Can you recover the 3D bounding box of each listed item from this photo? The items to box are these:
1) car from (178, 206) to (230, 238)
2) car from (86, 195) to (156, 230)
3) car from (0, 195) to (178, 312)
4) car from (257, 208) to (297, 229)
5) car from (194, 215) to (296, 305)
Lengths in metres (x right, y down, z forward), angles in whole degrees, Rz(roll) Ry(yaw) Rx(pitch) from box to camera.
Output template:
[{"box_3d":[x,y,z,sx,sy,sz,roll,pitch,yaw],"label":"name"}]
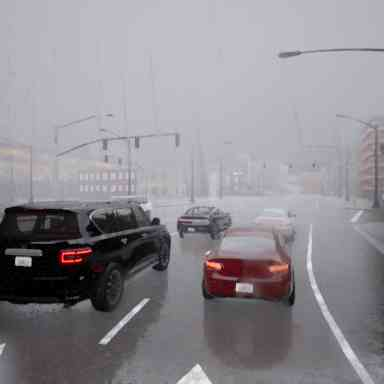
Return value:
[{"box_3d":[0.771,1.486,17.263,2.128,1.511,4.902,0,0,19],"label":"car"},{"box_3d":[-4.713,1.268,23.200,2.150,2.045,5.566,0,0,20],"label":"car"},{"box_3d":[-2.167,1.219,8.012,2.150,2.045,5.566,0,0,12],"label":"car"},{"box_3d":[4.178,1.520,16.534,1.812,1.442,4.674,0,0,20],"label":"car"},{"box_3d":[1.445,1.523,8.099,1.812,1.442,4.674,0,0,13],"label":"car"}]
